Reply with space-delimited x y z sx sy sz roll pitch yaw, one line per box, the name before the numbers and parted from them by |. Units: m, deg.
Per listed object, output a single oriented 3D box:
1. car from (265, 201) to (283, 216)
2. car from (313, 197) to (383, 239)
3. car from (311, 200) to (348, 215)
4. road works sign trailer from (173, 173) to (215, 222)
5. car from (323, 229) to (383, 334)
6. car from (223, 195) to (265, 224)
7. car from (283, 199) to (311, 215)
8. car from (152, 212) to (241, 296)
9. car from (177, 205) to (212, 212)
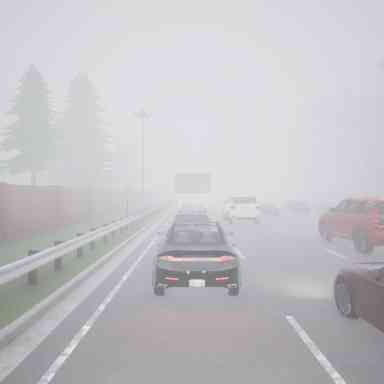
car | 7.077 1.563 32.358 1.994 1.385 4.181 0 0 0
car | 7.091 1.222 13.473 2.150 2.045 5.566 0 0 0
car | 14.075 1.563 34.314 1.994 1.385 4.181 0 0 0
road works sign trailer | 0.056 0.464 22.993 2.380 3.560 2.880 0 0 -2
car | 3.597 1.526 4.385 1.812 1.442 4.674 0 0 0
car | 3.582 1.221 24.747 2.150 2.045 5.566 0 0 0
car | 10.577 1.491 34.094 2.128 1.511 4.902 0 0 0
car | 0.094 1.491 8.653 2.128 1.511 4.902 0 0 0
car | 0.111 1.474 19.073 1.882 1.535 5.008 0 0 4
